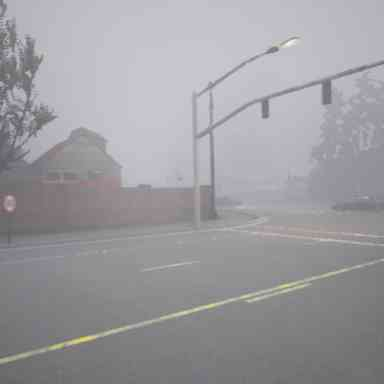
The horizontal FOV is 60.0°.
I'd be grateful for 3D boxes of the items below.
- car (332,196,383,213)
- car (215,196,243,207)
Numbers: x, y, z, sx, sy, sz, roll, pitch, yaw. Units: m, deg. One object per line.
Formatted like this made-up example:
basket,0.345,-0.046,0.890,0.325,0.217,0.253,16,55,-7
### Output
car,15.347,1.118,30.227,4.902,1.511,2.128,-1,2,35
car,4.727,1.184,43.898,1.994,1.385,4.181,-1,1,-37
